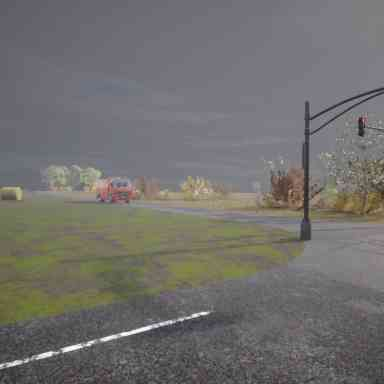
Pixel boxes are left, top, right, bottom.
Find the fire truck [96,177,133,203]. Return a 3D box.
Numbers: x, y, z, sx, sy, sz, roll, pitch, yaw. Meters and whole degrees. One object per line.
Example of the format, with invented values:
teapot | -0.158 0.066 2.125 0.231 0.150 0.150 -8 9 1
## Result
fire truck | -11.796 -0.354 50.011 2.891 3.827 8.468 1 0 -32
